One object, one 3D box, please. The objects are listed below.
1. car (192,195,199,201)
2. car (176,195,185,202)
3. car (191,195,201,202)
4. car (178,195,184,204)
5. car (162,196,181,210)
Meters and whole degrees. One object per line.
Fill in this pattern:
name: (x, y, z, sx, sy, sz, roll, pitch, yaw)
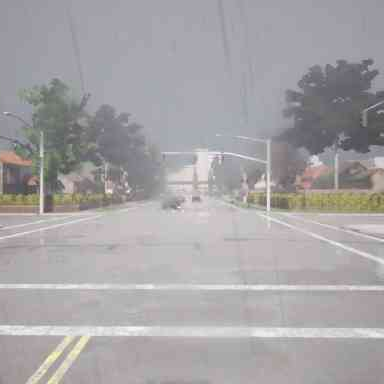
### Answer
car: (1.051, 1.514, 89.523, 1.812, 1.442, 4.674, 0, 0, 0)
car: (-2.546, 1.478, 75.194, 1.882, 1.535, 5.008, 0, 0, 0)
car: (0.952, 1.500, 74.209, 1.837, 1.490, 4.892, 0, 0, 0)
car: (-2.770, 1.505, 53.700, 1.837, 1.490, 4.892, 0, 0, 1)
car: (-2.852, 1.547, 43.438, 2.033, 1.411, 5.357, 0, 0, 0)
